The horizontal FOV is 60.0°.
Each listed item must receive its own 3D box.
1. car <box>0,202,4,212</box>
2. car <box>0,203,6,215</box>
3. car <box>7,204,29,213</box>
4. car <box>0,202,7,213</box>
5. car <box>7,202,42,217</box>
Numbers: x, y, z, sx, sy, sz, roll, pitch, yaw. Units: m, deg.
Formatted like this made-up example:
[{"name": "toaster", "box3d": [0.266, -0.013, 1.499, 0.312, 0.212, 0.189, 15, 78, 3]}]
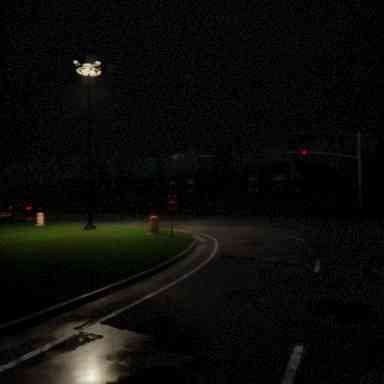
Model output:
[{"name": "car", "box3d": [-42.254, 3.135, 70.335, 5.566, 2.045, 2.150, -2, -1, 37]}, {"name": "car", "box3d": [-33.145, 2.971, 54.768, 5.008, 1.535, 1.882, -2, -1, 37]}, {"name": "car", "box3d": [-33.306, 3.130, 63.572, 5.008, 1.535, 1.882, -2, -1, 37]}, {"name": "car", "box3d": [-35.734, 3.122, 61.022, 5.008, 1.535, 1.882, -2, -1, 37]}, {"name": "car", "box3d": [-23.813, 2.447, 47.772, 5.566, 2.045, 2.150, -2, -1, 37]}]
